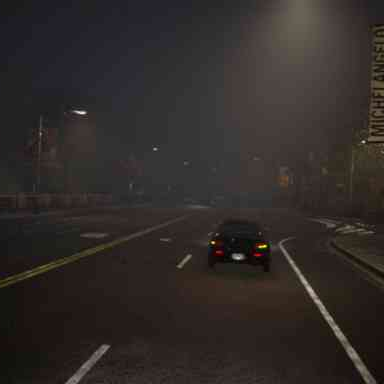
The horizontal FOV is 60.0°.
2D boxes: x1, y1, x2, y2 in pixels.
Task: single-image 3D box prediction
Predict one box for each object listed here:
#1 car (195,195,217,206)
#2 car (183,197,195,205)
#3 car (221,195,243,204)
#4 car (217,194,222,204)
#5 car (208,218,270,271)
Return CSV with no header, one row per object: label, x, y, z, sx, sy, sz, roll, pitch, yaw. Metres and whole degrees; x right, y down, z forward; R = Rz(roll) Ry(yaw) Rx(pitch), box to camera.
car,2.520,1.668,58.392,2.128,1.511,4.902,2,0,14
car,-0.205,1.596,61.741,1.812,1.442,4.674,2,0,16
car,8.882,1.977,73.392,1.812,1.442,4.674,2,0,31
car,6.596,1.589,76.289,2.150,2.045,5.566,2,0,34
car,1.632,1.606,11.296,1.812,1.442,4.674,2,0,9
